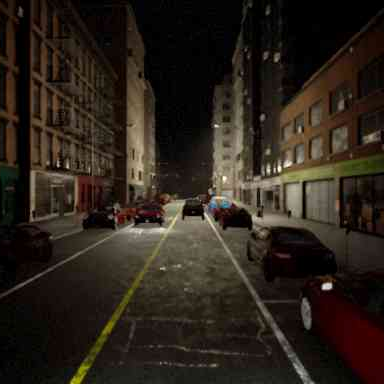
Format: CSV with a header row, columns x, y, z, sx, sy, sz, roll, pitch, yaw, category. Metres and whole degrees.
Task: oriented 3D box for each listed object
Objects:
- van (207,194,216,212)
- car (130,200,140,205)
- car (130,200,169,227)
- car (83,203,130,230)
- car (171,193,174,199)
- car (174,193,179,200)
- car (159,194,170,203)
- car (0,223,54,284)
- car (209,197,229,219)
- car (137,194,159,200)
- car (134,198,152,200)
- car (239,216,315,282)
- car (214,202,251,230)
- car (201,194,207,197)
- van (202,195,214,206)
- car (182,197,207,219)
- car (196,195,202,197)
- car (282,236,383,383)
x,y,z,sx,sy,sz,roll,pitch,yaw,category
2.633,1.353,32.227,1.690,1.788,3.998,0,0,0,van
-5.398,1.592,26.551,1.802,1.307,4.206,0,0,0,car
-2.833,1.535,23.298,1.812,1.442,4.674,0,0,0,car
-5.396,1.449,20.873,1.967,1.590,4.097,0,0,0,car
-5.412,1.333,66.299,2.192,1.841,5.009,0,0,0,car
-5.433,1.545,93.137,1.752,1.417,4.829,0,0,0,car
-5.408,1.332,54.943,2.192,1.841,5.009,0,0,0,car
-5.392,1.586,9.516,1.802,1.307,4.206,0,0,0,car
2.634,1.450,26.548,1.967,1.590,4.097,0,0,0,car
-5.402,1.329,37.907,2.192,1.841,5.009,0,0,0,car
-5.400,1.578,32.229,1.947,1.339,4.313,0,0,0,car
2.637,1.586,9.511,1.802,1.307,4.206,0,0,0,car
2.635,1.553,20.869,1.887,1.381,4.507,0,0,0,car
2.630,1.331,49.263,2.192,1.841,5.009,0,0,0,car
2.628,1.358,54.942,1.690,1.788,3.998,0,0,0,van
0.099,1.489,29.366,1.882,1.535,5.008,0,0,0,car
0.097,1.541,44.434,1.812,1.442,4.674,0,0,0,car
2.638,1.547,3.832,1.887,1.381,4.507,0,0,0,car
